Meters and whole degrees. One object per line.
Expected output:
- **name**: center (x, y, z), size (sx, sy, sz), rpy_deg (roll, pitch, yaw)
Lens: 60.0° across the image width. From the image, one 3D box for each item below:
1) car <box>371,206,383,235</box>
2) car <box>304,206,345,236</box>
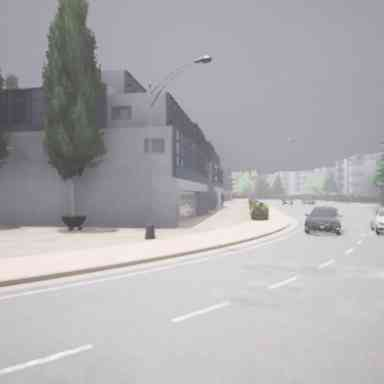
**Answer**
- **car**: center (11.460, 1.636, 19.115), size (1.812, 1.442, 4.674), rpy_deg (0, 0, 24)
- **car**: center (7.907, 1.633, 19.757), size (1.837, 1.490, 4.892), rpy_deg (0, 0, 26)
